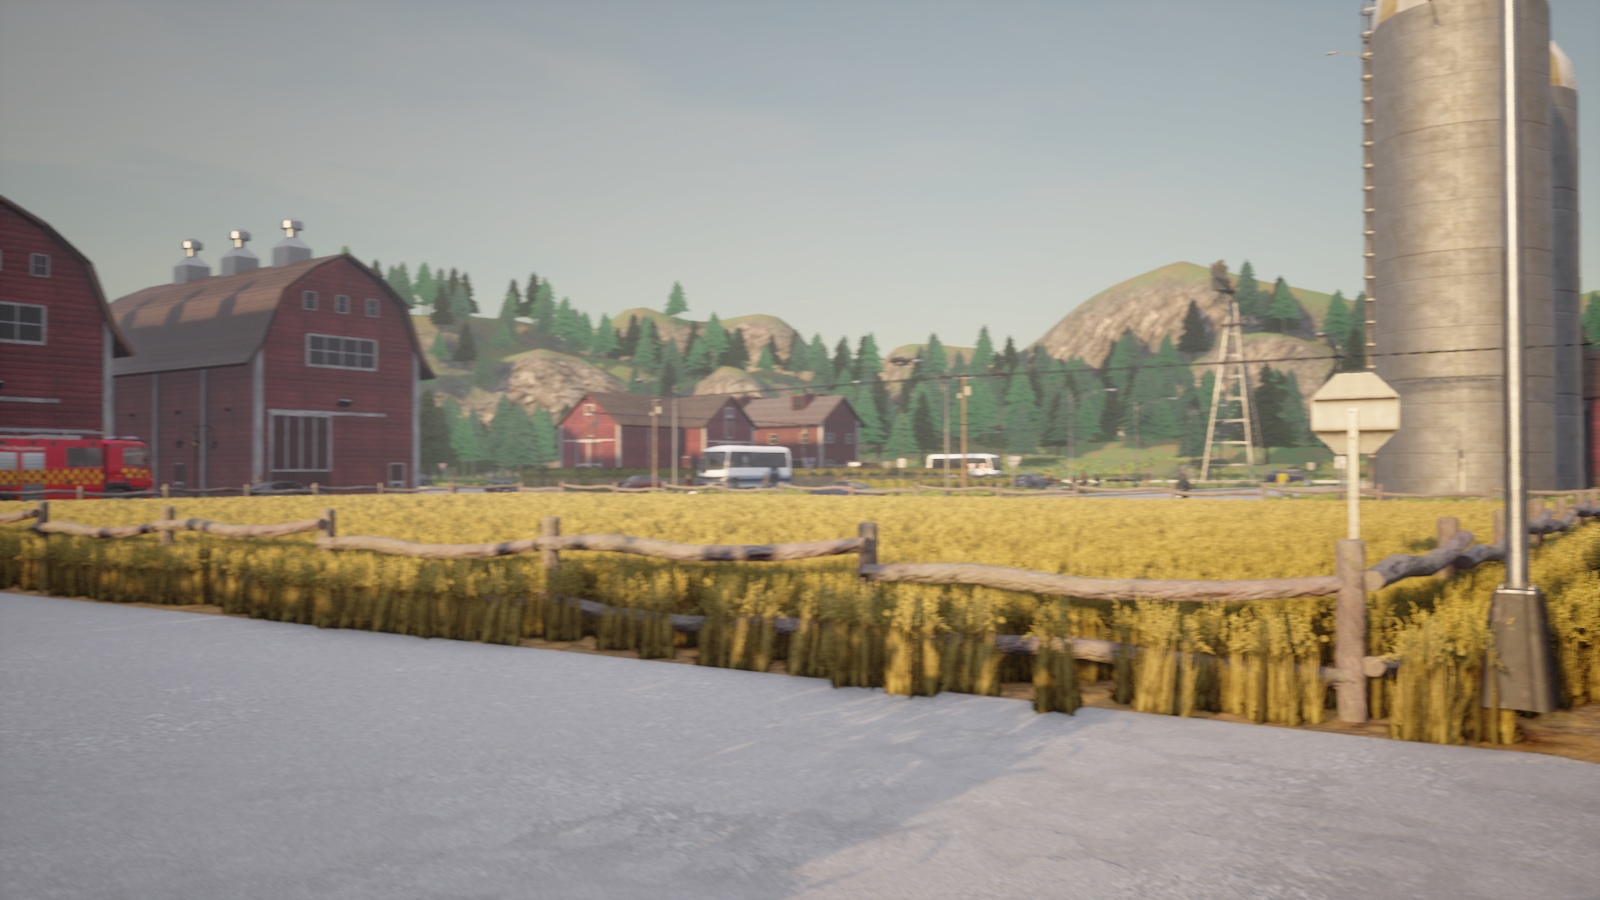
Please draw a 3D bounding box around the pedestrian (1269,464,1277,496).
[{"bbox_3d":[27.503,1.732,73.047,0.354,1.836,0.706,-1,-1,27],"label":"pedestrian"}]

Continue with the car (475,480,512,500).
[{"bbox_3d":[-22.785,2.954,93.314,1.994,1.385,4.181,0,-1,-23],"label":"car"}]

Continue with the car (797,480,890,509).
[{"bbox_3d":[2.125,2.212,62.298,4.181,1.385,1.994,-1,-1,35],"label":"car"}]

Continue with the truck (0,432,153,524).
[{"bbox_3d":[-33.306,1.223,55.130,2.891,3.827,8.468,-1,-1,31],"label":"truck"}]

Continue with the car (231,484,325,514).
[{"bbox_3d":[-26.964,2.513,64.943,1.816,1.474,4.193,-1,-1,32],"label":"car"}]
